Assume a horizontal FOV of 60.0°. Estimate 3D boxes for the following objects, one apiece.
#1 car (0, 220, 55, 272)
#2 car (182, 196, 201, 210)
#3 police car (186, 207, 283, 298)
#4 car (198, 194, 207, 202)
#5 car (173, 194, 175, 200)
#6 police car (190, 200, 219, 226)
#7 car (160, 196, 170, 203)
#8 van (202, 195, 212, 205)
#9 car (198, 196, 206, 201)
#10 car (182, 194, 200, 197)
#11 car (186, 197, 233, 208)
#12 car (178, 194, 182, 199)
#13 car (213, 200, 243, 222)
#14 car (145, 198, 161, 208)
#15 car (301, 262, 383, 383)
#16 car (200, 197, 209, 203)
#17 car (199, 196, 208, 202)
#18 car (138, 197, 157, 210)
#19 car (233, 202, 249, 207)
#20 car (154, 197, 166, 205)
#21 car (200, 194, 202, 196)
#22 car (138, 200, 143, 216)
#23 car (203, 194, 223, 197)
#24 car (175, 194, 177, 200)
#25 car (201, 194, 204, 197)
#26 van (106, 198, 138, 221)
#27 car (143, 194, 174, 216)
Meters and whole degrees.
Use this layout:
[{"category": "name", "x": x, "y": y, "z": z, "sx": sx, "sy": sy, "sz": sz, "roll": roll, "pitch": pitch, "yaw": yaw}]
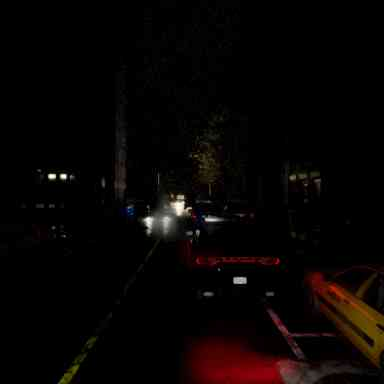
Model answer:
[{"category": "car", "x": -5.691, "y": 1.526, "z": 9.720, "sx": 1.752, "sy": 1.417, "sz": 4.829, "roll": 0, "pitch": 0, "yaw": 1}, {"category": "car", "x": -0.083, "y": 1.572, "z": 44.445, "sx": 1.812, "sy": 1.442, "sz": 4.674, "roll": 0, "pitch": 0, "yaw": 0}, {"category": "police car", "x": 0.878, "y": 1.425, "z": 8.711, "sx": 1.930, "sy": 1.638, "sz": 5.238, "roll": 0, "pitch": 0, "yaw": 0}, {"category": "car", "x": 2.656, "y": 1.483, "z": 83.245, "sx": 2.192, "sy": 1.841, "sz": 5.009, "roll": 0, "pitch": 0, "yaw": 0}, {"category": "car", "x": -5.856, "y": 1.457, "z": 77.594, "sx": 2.192, "sy": 1.841, "sz": 5.009, "roll": 0, "pitch": 0, "yaw": 0}, {"category": "police car", "x": 0.840, "y": 1.433, "z": 24.712, "sx": 1.930, "sy": 1.638, "sz": 5.238, "roll": 0, "pitch": 0, "yaw": 0}, {"category": "car", "x": -5.841, "y": 1.643, "z": 71.785, "sx": 1.752, "sy": 1.417, "sz": 4.829, "roll": 0, "pitch": 0, "yaw": 0}, {"category": "van", "x": 2.712, "y": 1.427, "z": 60.687, "sx": 1.690, "sy": 1.788, "sz": 3.998, "roll": 0, "pitch": 0, "yaw": 0}, {"category": "car", "x": 2.643, "y": 1.738, "z": 88.883, "sx": 1.887, "sy": 1.381, "sz": 4.507, "roll": 0, "pitch": 0, "yaw": 0}, {"category": "car", "x": -0.139, "y": 1.299, "z": 57.508, "sx": 2.150, "sy": 2.045, "sz": 5.566, "roll": 0, "pitch": 0, "yaw": 0}, {"category": "car", "x": 0.854, "y": 1.354, "z": 18.572, "sx": 2.097, "sy": 1.767, "sz": 4.553, "roll": 0, "pitch": 0, "yaw": 0}, {"category": "car", "x": -3.229, "y": 1.442, "z": 94.650, "sx": 2.150, "sy": 2.045, "sz": 5.566, "roll": 0, "pitch": 0, "yaw": 0}, {"category": "car", "x": 2.794, "y": 1.451, "z": 26.849, "sx": 1.967, "sy": 1.590, "sz": 4.097, "roll": 0, "pitch": 0, "yaw": 0}, {"category": "car", "x": -5.786, "y": 1.603, "z": 49.400, "sx": 1.887, "sy": 1.381, "sz": 4.507, "roll": 0, "pitch": 0, "yaw": 0}, {"category": "car", "x": 2.855, "y": 1.525, "z": 4.495, "sx": 1.752, "sy": 1.417, "sz": 4.829, "roll": 0, "pitch": 0, "yaw": 1}, {"category": "car", "x": 2.684, "y": 1.701, "z": 71.966, "sx": 1.802, "sy": 1.307, "sz": 4.206, "roll": 0, "pitch": 0, "yaw": 0}, {"category": "car", "x": 2.670, "y": 1.708, "z": 77.604, "sx": 1.947, "sy": 1.339, "sz": 4.313, "roll": 0, "pitch": 0, "yaw": 0}, {"category": "car", "x": -5.773, "y": 1.484, "z": 43.761, "sx": 1.967, "sy": 1.590, "sz": 4.097, "roll": 0, "pitch": 0, "yaw": 0}, {"category": "car", "x": 2.807, "y": 1.444, "z": 21.211, "sx": 1.967, "sy": 1.590, "sz": 4.097, "roll": 0, "pitch": 0, "yaw": 0}, {"category": "car", "x": -5.814, "y": 1.668, "z": 60.678, "sx": 1.802, "sy": 1.307, "sz": 4.206, "roll": 0, "pitch": 0, "yaw": 0}, {"category": "car", "x": 2.726, "y": 1.512, "z": 55.047, "sx": 1.967, "sy": 1.590, "sz": 4.097, "roll": 0, "pitch": 0, "yaw": 0}, {"category": "car", "x": -5.745, "y": 1.585, "z": 32.483, "sx": 1.947, "sy": 1.339, "sz": 4.313, "roll": 0, "pitch": 0, "yaw": 0}, {"category": "car", "x": 2.766, "y": 1.346, "z": 38.129, "sx": 2.192, "sy": 1.841, "sz": 5.009, "roll": 0, "pitch": 0, "yaw": 0}, {"category": "car", "x": -5.883, "y": 1.508, "z": 88.872, "sx": 2.192, "sy": 1.841, "sz": 5.009, "roll": 0, "pitch": 0, "yaw": 0}, {"category": "car", "x": 2.753, "y": 1.359, "z": 43.768, "sx": 2.192, "sy": 1.841, "sz": 5.009, "roll": 0, "pitch": 0, "yaw": 0}, {"category": "van", "x": -5.731, "y": 1.352, "z": 26.844, "sx": 1.690, "sy": 1.788, "sz": 3.998, "roll": 0, "pitch": 0, "yaw": 0}, {"category": "car", "x": -3.178, "y": 1.371, "z": 32.392, "sx": 2.097, "sy": 1.767, "sz": 4.553, "roll": 0, "pitch": 0, "yaw": 0}]
